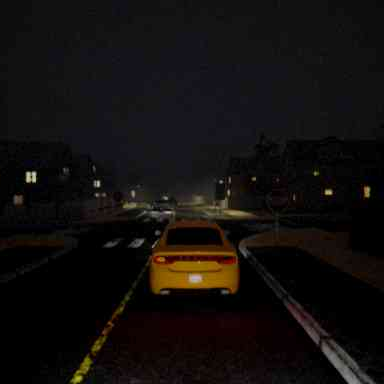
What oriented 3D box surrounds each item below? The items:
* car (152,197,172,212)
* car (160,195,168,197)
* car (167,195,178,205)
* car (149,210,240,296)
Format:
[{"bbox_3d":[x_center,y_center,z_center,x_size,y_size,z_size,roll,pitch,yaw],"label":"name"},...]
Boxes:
[{"bbox_3d":[-3.740,1.615,40.453,1.812,1.442,4.674,0,0,-5],"label":"car"},{"bbox_3d":[-5.697,1.739,57.712,1.994,1.385,4.181,0,0,-8],"label":"car"},{"bbox_3d":[-3.923,1.733,64.600,1.837,1.490,4.892,0,-1,-10],"label":"car"},{"bbox_3d":[0.017,1.474,8.707,1.882,1.535,5.008,0,0,-1],"label":"car"}]
